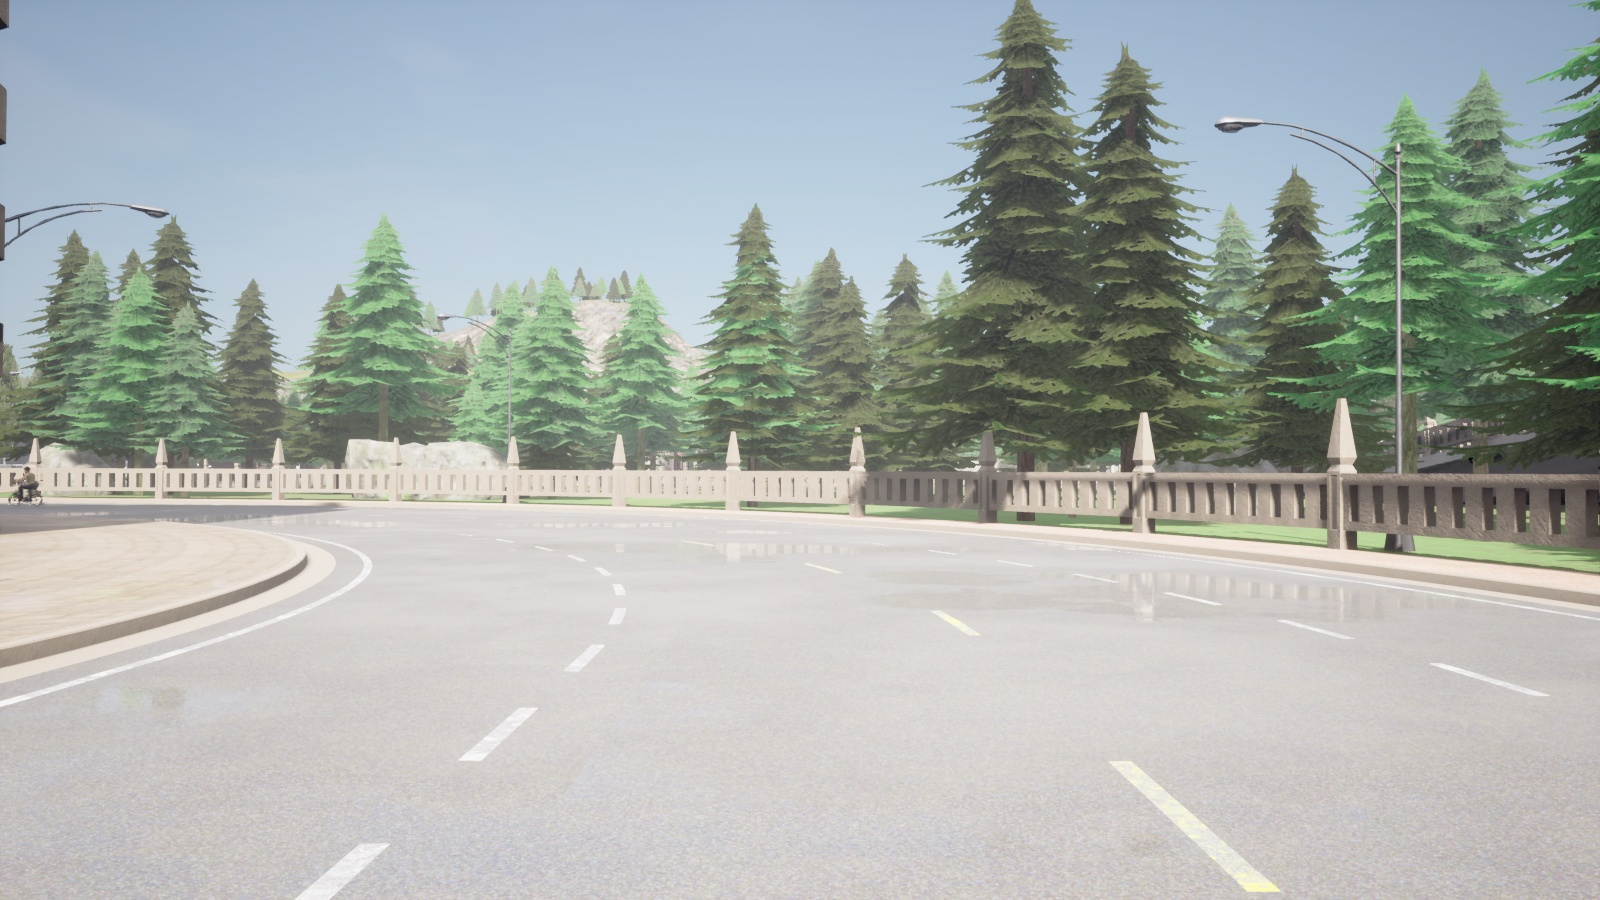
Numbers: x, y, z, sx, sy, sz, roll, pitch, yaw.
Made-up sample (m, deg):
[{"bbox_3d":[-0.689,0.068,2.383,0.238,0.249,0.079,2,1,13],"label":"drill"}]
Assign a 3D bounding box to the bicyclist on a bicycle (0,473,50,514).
[{"bbox_3d":[-30.891,1.713,50.044,1.509,1.612,0.866,0,-1,9],"label":"bicyclist on a bicycle"}]
